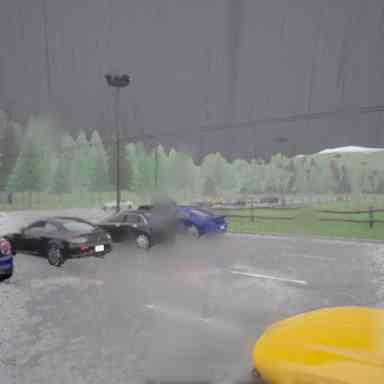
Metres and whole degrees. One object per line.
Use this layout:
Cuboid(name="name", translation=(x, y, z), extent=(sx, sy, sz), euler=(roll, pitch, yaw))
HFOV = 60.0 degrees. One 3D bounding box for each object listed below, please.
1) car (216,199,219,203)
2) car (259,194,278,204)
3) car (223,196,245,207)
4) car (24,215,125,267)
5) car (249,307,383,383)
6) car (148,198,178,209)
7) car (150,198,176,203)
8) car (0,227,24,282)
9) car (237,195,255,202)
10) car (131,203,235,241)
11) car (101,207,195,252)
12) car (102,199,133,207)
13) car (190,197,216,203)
Cuboid(name="car", translation=(3.099, 1.679, 61.706), extent=(1.882, 1.535, 5.008), euler=(0, 0, 37))
Cuboid(name="car", translation=(15.404, 1.380, 66.582), extent=(2.150, 2.045, 5.566), euler=(0, 0, 36))
Cuboid(name="car", translation=(6.999, 1.512, 55.215), extent=(2.097, 1.767, 4.553), euler=(0, 0, 36))
Cuboid(name="car", translation=(-4.757, 1.589, 11.615), extent=(4.674, 1.442, 1.812), euler=(0, 0, 35))
Cuboid(name="car", translation=(2.778, 1.470, 2.013), extent=(5.008, 1.535, 1.882), euler=(0, 0, 36))
Cuboid(name="car", translation=(-4.415, 1.706, 51.470), extent=(1.837, 1.490, 4.892), euler=(0, 0, 36))
Cuboid(name="car", translation=(-4.299, 1.761, 39.705), extent=(1.895, 1.301, 4.718), euler=(0, 0, 35))
Cuboid(name="car", translation=(-6.719, 1.415, 8.713), extent=(4.553, 1.767, 2.097), euler=(0, 0, 35))
Cuboid(name="car", translation=(12.082, 1.410, 73.903), extent=(1.895, 1.301, 4.718), euler=(0, 0, 36))
Cuboid(name="car", translation=(-0.571, 1.540, 17.253), extent=(5.008, 1.535, 1.882), euler=(0, 0, 35))
Cuboid(name="car", translation=(-2.497, 1.566, 14.329), extent=(4.892, 1.490, 1.837), euler=(-1, 0, 36))
Cuboid(name="car", translation=(-9.808, 1.727, 44.035), extent=(1.812, 1.442, 4.674), euler=(0, 0, 35))
Cuboid(name="car", translation=(1.040, 1.685, 47.076), extent=(1.812, 1.442, 4.674), euler=(0, 0, 36))
